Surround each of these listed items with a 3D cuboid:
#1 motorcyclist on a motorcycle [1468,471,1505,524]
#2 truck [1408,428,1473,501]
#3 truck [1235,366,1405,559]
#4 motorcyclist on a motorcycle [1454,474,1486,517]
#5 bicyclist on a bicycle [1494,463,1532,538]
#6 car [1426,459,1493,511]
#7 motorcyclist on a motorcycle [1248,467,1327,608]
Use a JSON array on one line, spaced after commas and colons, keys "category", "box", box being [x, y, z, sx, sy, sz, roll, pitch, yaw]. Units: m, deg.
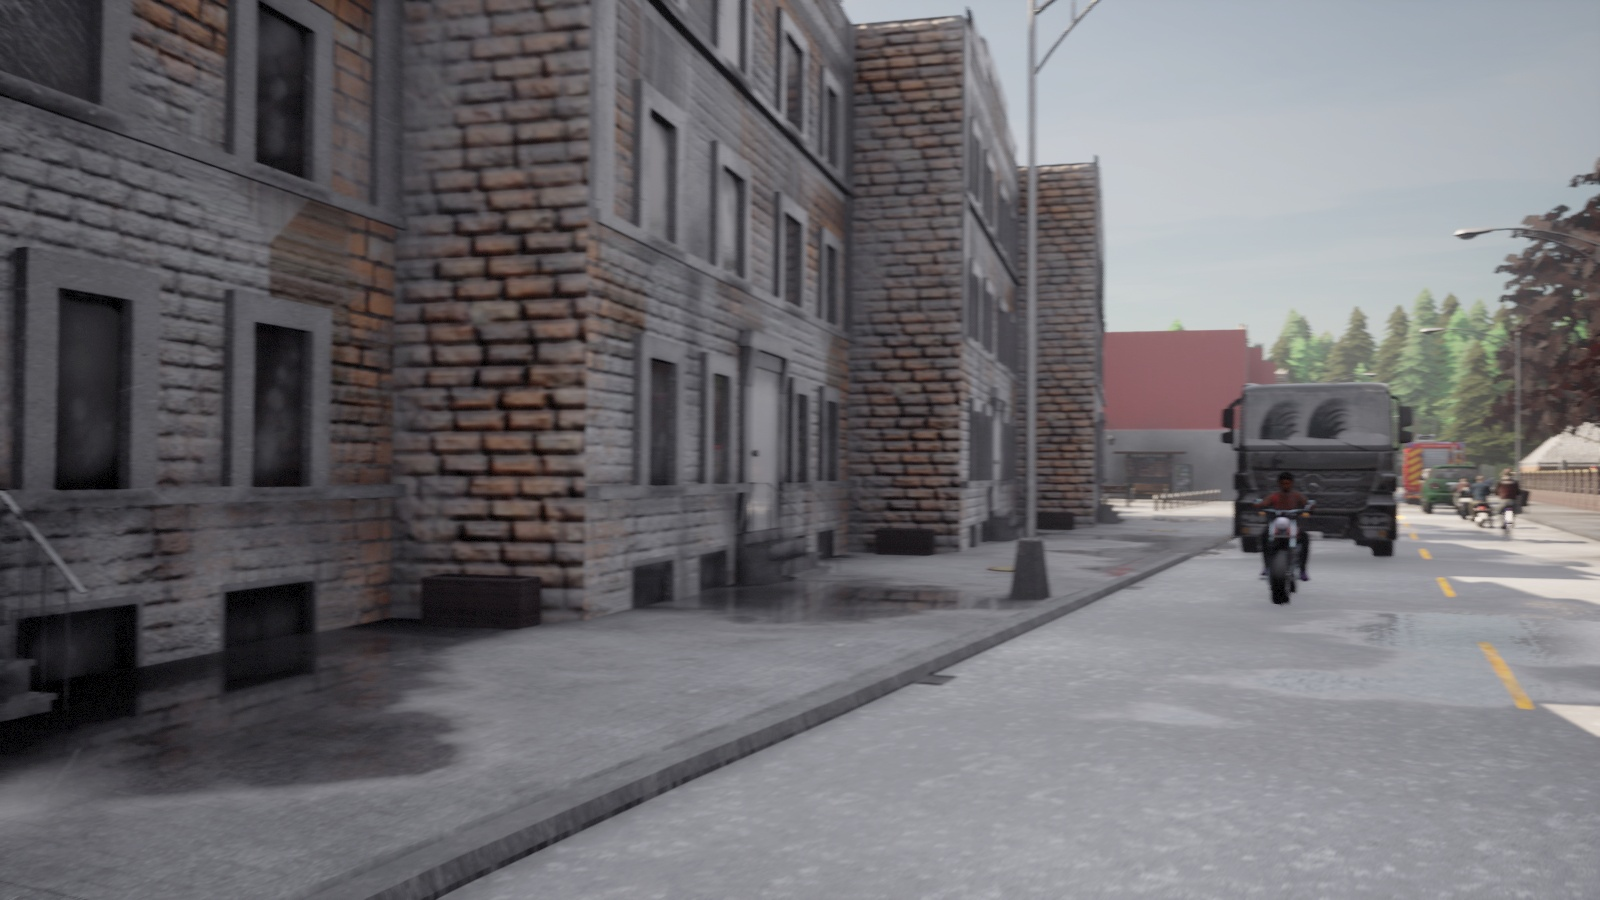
[{"category": "motorcyclist on a motorcycle", "box": [20.990, 1.428, 38.407, 0.866, 1.590, 1.817, -1, -1, 25]}, {"category": "truck", "box": [35.684, 0.857, 70.182, 2.891, 3.827, 8.468, -1, -1, 25]}, {"category": "truck", "box": [11.222, 0.295, 26.800, 2.891, 3.462, 7.936, -1, -1, 25]}, {"category": "motorcyclist on a motorcycle", "box": [24.264, 1.631, 45.495, 0.866, 1.530, 2.191, -1, -1, 25]}, {"category": "bicyclist on a bicycle", "box": [17.506, 1.215, 30.856, 0.659, 1.776, 1.843, -1, -1, 25]}, {"category": "car", "box": [27.620, 1.440, 52.741, 2.150, 2.045, 5.566, 0, -1, 24]}, {"category": "motorcyclist on a motorcycle", "box": [6.192, 1.039, 15.878, 0.766, 1.649, 2.350, -1, -1, 25]}]
